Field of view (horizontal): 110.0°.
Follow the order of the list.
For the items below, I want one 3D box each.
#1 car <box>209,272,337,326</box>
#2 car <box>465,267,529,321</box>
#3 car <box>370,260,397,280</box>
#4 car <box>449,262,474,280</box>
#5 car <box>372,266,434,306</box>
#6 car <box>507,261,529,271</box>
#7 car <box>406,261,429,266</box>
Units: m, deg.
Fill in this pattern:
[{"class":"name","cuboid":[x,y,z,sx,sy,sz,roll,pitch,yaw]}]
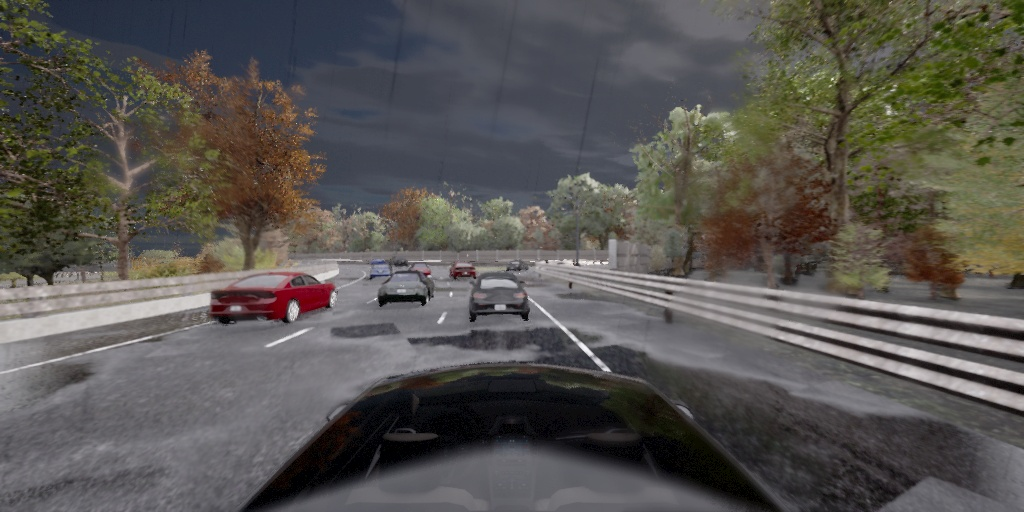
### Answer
[{"class":"car","cuboid":[-7.587,1.260,12.002,1.882,1.535,5.008,0,0,-6]},{"class":"car","cuboid":[-0.490,1.282,12.374,1.812,1.442,4.674,0,0,-4]},{"class":"car","cuboid":[-11.742,1.355,32.375,2.033,1.411,5.357,0,0,-17]},{"class":"car","cuboid":[-4.499,1.258,32.002,1.882,1.535,5.008,0,0,-16]},{"class":"car","cuboid":[-4.594,1.337,15.990,1.994,1.385,4.181,0,0,-8]},{"class":"car","cuboid":[0.781,1.293,45.257,1.812,1.442,4.674,0,0,19]},{"class":"car","cuboid":[-9.139,1.363,35.429,1.994,1.385,4.181,0,0,-18]}]
